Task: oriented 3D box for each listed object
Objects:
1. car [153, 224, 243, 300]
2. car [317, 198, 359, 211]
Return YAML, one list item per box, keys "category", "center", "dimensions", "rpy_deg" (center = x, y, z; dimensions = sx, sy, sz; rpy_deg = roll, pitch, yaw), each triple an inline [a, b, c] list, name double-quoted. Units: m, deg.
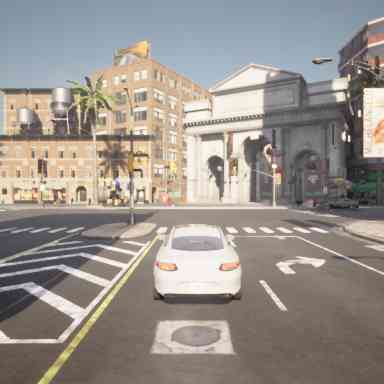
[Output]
- category: "car"
  center: [0.108, 1.526, 8.276]
  dimensions: [1.812, 1.442, 4.674]
  rpy_deg: [0, 0, 0]
- category: "car"
  center: [17.695, 1.491, 40.405]
  dimensions: [4.902, 1.511, 2.128]
  rpy_deg: [0, 0, 1]
